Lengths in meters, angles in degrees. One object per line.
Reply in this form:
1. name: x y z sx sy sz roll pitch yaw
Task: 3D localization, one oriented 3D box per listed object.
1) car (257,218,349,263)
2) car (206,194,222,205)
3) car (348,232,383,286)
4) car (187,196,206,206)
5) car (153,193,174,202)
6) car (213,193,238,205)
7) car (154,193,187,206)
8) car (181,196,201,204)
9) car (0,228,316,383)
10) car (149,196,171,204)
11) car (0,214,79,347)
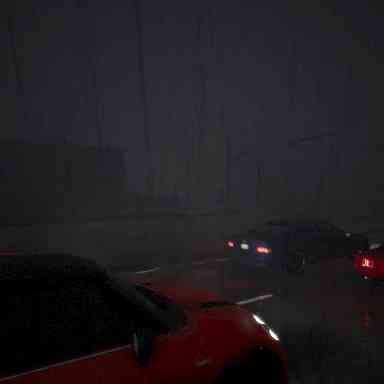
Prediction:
1. car: 3.507 1.547 10.593 5.357 1.411 2.033 0 0 -35
2. car: 2.404 1.547 57.797 2.033 1.411 5.357 0 0 -36
3. car: 6.079 1.601 8.122 4.718 1.301 1.895 0 0 -35
4. car: -0.596 1.547 55.968 2.033 1.411 5.357 0 0 -36
5. car: -6.500 1.225 76.123 2.150 2.045 5.566 0 0 -36
6. car: 5.659 1.222 59.287 2.150 2.045 5.566 0 0 -36
7. car: -3.628 1.221 54.183 2.150 2.045 5.566 0 0 -35
8. car: -0.220 1.564 67.440 1.994 1.385 4.181 0 0 -37
9. car: -1.252 1.352 2.854 4.553 1.767 2.097 0 0 -35
10. car: -6.183 1.505 63.707 1.837 1.490 4.892 0 0 -36
11. car: -4.310 1.352 4.972 4.553 1.767 2.097 0 0 -35
